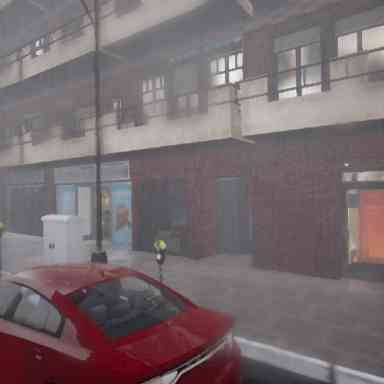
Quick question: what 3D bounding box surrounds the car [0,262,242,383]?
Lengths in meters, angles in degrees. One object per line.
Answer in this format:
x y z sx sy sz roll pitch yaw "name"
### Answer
-1.608 1.543 4.039 4.507 1.381 1.887 0 -1 36 "car"
